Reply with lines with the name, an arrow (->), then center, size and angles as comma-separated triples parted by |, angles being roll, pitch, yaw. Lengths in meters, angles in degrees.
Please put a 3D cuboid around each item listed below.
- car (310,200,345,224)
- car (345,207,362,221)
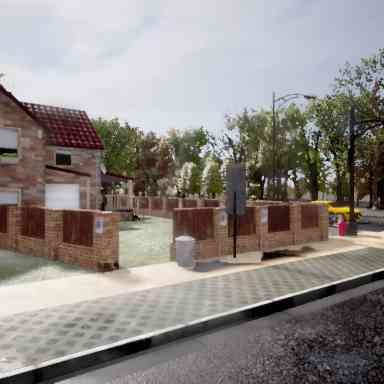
car -> 7.828, 1.469, 23.359 | 1.812, 1.442, 4.674 | 0, 0, -35
car -> 10.318, 1.423, 25.468 | 1.882, 1.535, 5.008 | 0, 0, -35
